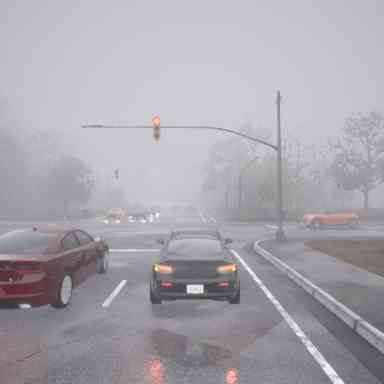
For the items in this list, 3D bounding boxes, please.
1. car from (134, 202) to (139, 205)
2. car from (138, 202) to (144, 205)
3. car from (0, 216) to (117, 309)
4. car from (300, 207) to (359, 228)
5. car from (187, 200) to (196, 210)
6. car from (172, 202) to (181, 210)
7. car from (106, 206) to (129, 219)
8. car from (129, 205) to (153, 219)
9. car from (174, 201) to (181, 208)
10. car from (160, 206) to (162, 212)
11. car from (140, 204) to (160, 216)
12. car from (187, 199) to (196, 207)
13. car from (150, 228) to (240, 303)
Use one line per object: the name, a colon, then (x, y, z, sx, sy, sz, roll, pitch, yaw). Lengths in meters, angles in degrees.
car: (-10.692, 3.101, 55.856, 2.097, 1.767, 4.553, 0, -1, 0)
car: (-10.651, 3.034, 66.516, 2.150, 2.045, 5.566, 0, 0, 0)
car: (-3.433, 1.555, 8.081, 1.882, 1.535, 5.008, 0, -1, 0)
car: (11.754, 2.161, 28.625, 4.553, 1.767, 2.097, 0, -2, -2)
car: (-0.150, 3.298, 77.237, 1.994, 1.385, 4.181, 0, 0, 0)
car: (-3.649, 3.350, 76.936, 1.895, 1.301, 4.718, 0, 0, 0)
car: (-10.688, 3.028, 46.997, 1.882, 1.535, 5.008, 0, -2, 0)
car: (-7.178, 3.032, 47.133, 1.882, 1.535, 5.008, 0, -2, 1)
car: (-3.769, 3.220, 86.847, 1.812, 1.442, 4.674, 0, 0, -4)
car: (-7.151, 3.305, 66.660, 2.128, 1.511, 4.902, 0, 0, 0)
car: (-7.194, 3.251, 56.603, 2.128, 1.511, 4.902, 0, -1, 0)
car: (-0.261, 2.887, 86.971, 2.097, 1.767, 4.553, 0, 0, -4)
car: (0.064, 1.605, 8.225, 1.812, 1.442, 4.674, 0, -1, 0)
